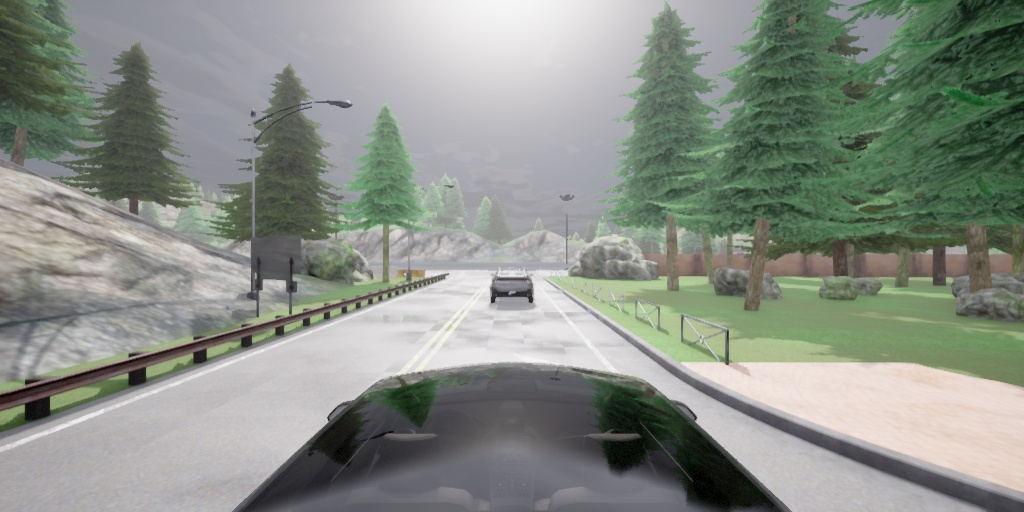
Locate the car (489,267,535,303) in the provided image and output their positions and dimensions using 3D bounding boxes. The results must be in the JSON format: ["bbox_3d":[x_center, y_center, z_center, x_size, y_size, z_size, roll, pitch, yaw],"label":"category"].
[{"bbox_3d":[0.000,1.242,16.500,2.128,1.511,4.902,0,0,0],"label":"car"}]
